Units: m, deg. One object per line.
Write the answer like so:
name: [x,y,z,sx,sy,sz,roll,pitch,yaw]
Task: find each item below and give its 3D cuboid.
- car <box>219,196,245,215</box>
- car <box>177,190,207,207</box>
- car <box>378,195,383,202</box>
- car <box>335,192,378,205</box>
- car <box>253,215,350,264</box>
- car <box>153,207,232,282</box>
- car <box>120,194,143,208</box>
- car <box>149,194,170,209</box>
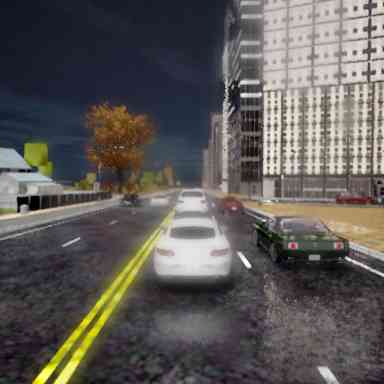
car: [3.272,1.100,27.925,1.812,1.442,4.674,0,1,0]
car: [0.020,0.821,26.218,2.150,2.045,5.566,0,1,0]
car: [30.955,0.939,52.478,4.403,1.369,2.008,1,3,20]
car: [22.931,0.944,47.009,5.009,1.841,2.192,1,3,20]
car: [3.295,1.427,11.108,1.895,1.301,4.718,0,1,0]
car: [0.035,1.381,9.173,1.812,1.442,4.674,0,1,1]
car: [-6.631,0.952,36.779,1.837,1.490,4.892,0,0,0]
car: [-3.386,0.987,35.640,1.812,1.442,4.674,0,1,0]
